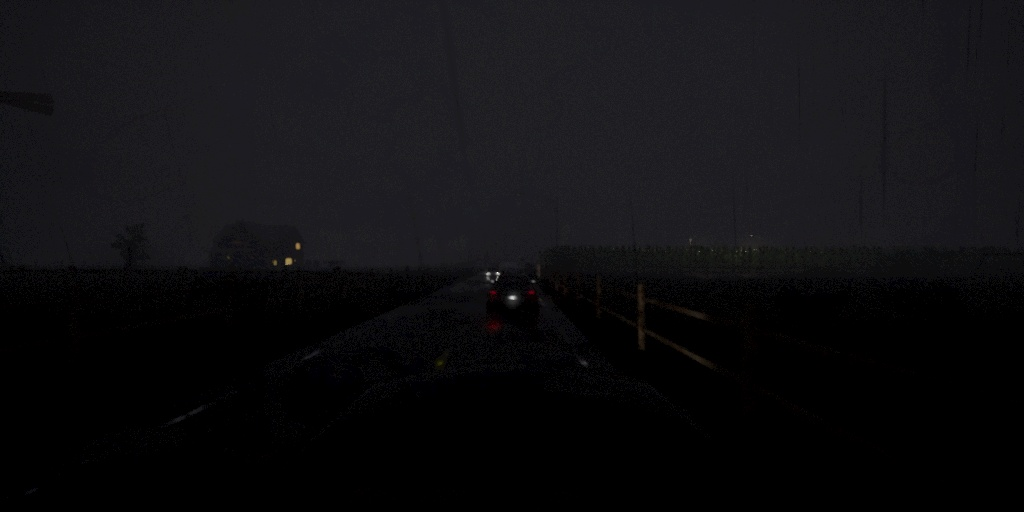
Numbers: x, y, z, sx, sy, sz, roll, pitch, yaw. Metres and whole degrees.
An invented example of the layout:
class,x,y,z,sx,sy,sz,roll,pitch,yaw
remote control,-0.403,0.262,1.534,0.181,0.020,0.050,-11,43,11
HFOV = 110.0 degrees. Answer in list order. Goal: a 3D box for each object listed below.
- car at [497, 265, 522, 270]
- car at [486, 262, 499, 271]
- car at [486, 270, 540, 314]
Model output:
class,x,y,z,sx,sy,sz,roll,pitch,yaw
car,0.036,1.594,28.537,1.895,1.301,4.718,0,0,0
car,-2.836,1.726,55.699,1.837,1.490,4.892,0,0,0
car,0.046,1.433,14.393,1.994,1.385,4.181,0,0,0
